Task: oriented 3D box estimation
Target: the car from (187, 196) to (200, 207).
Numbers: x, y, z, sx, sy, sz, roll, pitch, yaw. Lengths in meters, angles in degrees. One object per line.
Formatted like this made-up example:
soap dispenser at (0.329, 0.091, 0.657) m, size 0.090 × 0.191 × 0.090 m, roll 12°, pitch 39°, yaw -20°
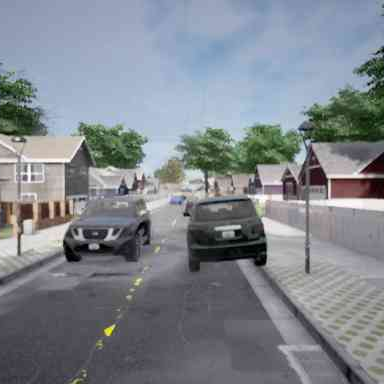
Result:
car at (0.245, 1.363, 48.744) m, size 1.882 × 1.535 × 5.008 m, roll 0°, pitch 0°, yaw 1°

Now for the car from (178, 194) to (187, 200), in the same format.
car at (-2.366, 1.320, 85.794) m, size 2.033 × 1.411 × 5.357 m, roll 0°, pitch 0°, yaw 0°

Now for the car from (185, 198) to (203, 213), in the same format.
car at (0.231, 1.422, 37.495) m, size 1.837 × 1.490 × 4.892 m, roll 0°, pitch 0°, yaw 1°

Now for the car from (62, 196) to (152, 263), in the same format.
car at (-2.797, 1.202, 12.295) m, size 2.150 × 2.045 × 5.566 m, roll 0°, pitch 0°, yaw 0°

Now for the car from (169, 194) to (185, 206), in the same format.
car at (-2.594, 1.349, 53.724) m, size 1.882 × 1.535 × 5.008 m, roll 0°, pitch 0°, yaw 0°

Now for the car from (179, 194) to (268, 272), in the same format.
car at (0.922, 1.131, 10.914) m, size 2.150 × 2.045 × 5.566 m, roll -5°, pitch 0°, yaw 0°
